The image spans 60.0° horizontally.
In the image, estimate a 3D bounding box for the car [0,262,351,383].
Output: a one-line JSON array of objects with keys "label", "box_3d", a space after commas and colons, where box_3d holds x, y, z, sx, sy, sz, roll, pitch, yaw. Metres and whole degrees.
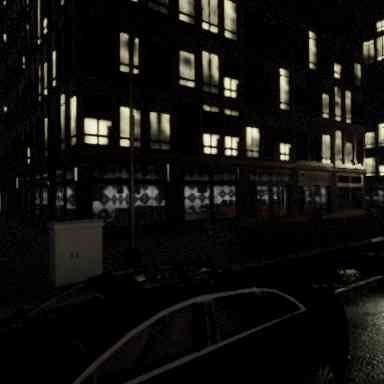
[{"label": "car", "box_3d": [-0.484, 1.526, 3.016, 4.902, 1.511, 2.128, -1, 0, -37]}]
